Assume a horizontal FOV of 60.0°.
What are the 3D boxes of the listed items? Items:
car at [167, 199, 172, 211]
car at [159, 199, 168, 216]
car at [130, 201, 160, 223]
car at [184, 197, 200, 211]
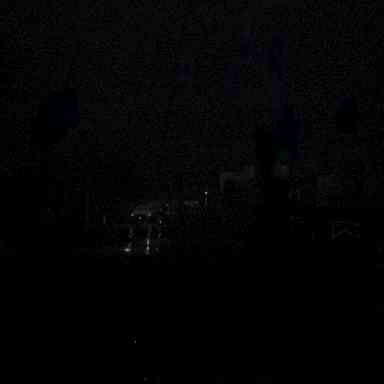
[{"bbox_3d":[-4.066,1.816,47.546,2.097,1.767,4.553,0,-1,0],"label":"car"},{"bbox_3d":[-4.086,1.893,37.616,1.812,1.442,4.674,0,-1,0],"label":"car"},{"bbox_3d":[-4.088,1.805,28.569,1.812,1.442,4.674,0,-1,0],"label":"car"},{"bbox_3d":[0.002,1.714,50.403,2.150,2.045,5.566,0,-1,0],"label":"car"}]
